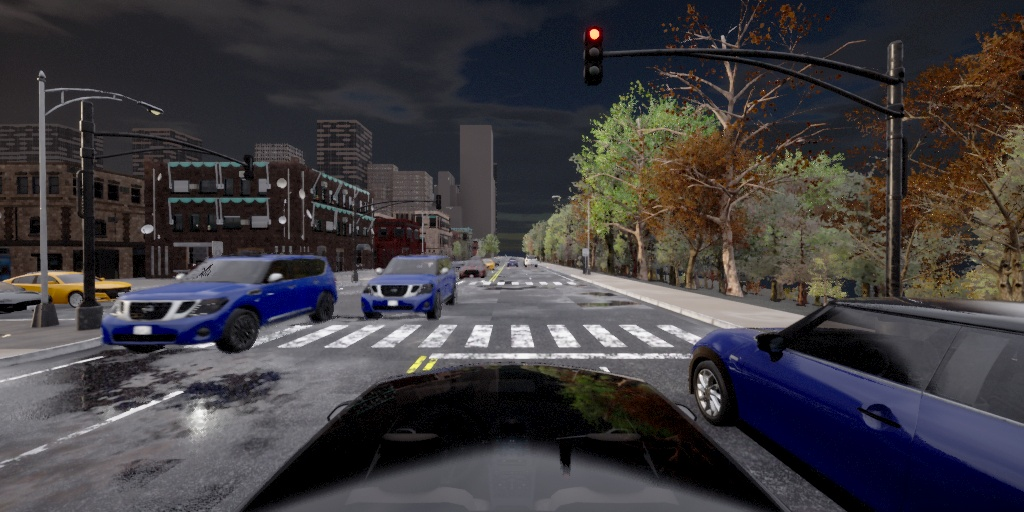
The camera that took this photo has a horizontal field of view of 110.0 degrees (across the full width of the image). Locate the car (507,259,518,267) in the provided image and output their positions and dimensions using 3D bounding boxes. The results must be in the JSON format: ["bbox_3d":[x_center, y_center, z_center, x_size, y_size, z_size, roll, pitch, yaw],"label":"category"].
[{"bbox_3d":[0.102,1.252,64.506,1.812,1.442,4.674,0,0,0],"label":"car"}]

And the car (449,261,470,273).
[{"bbox_3d":[-6.596,1.297,45.400,1.994,1.385,4.181,0,0,0],"label":"car"}]

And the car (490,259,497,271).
[{"bbox_3d":[-3.345,1.211,47.924,1.882,1.535,5.008,0,0,0],"label":"car"}]

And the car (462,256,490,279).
[{"bbox_3d":[-3.350,1.093,31.926,2.097,1.767,4.553,0,0,0],"label":"car"}]

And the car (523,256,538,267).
[{"bbox_3d":[3.355,0.948,63.657,2.150,2.045,5.566,0,0,0],"label":"car"}]

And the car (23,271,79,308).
[{"bbox_3d":[-20.009,1.450,16.003,5.008,1.535,1.882,-1,1,-1],"label":"car"}]

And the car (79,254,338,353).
[{"bbox_3d":[-6.601,0.971,9.170,2.150,2.045,5.566,0,0,0],"label":"car"}]

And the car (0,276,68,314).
[{"bbox_3d":[-19.946,1.565,13.307,4.313,1.339,1.948,0,0,0],"label":"car"}]

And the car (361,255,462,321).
[{"bbox_3d":[-3.351,0.969,12.833,2.150,2.045,5.566,0,0,0],"label":"car"}]

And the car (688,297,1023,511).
[{"bbox_3d":[3.351,1.102,2.850,2.097,1.767,4.553,0,0,0],"label":"car"}]
